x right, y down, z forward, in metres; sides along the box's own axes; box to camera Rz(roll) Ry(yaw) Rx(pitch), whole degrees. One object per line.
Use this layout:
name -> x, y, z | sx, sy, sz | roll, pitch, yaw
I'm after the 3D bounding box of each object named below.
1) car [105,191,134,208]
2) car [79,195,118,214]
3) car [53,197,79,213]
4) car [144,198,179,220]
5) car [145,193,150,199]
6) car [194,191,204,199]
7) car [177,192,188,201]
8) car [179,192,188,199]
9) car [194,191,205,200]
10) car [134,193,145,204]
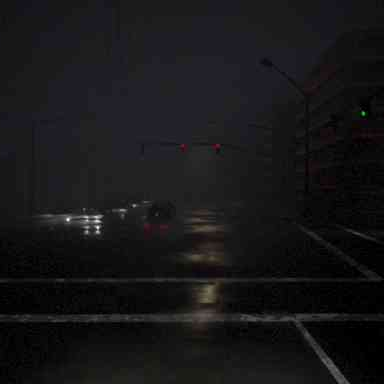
car -> -9.404, 1.106, 43.308 | 2.097, 1.767, 4.553 | 0, 1, 1
car -> -9.521, 1.369, 34.267 | 2.128, 1.511, 4.902 | 0, 1, 1
car -> -13.009, 1.346, 35.333 | 1.882, 1.535, 5.008 | 0, 1, 1
car -> -2.462, 1.471, 27.123 | 1.812, 1.442, 4.674 | 0, 0, 4
car -> -9.096, 0.947, 63.488 | 2.033, 1.411, 5.357 | 0, 1, 1
car -> 1.601, 0.555, 75.805 | 2.097, 1.767, 4.553 | 0, 1, 1
car -> -1.936, 0.917, 65.146 | 2.033, 1.411, 5.357 | 0, 1, 1
car -> -1.899, 0.741, 75.797 | 2.033, 1.411, 5.357 | 0, 1, 1
car -> 1.571, 0.855, 65.415 | 2.128, 1.511, 4.902 | 0, 1, 1
car -> -9.282, 1.132, 52.953 | 2.033, 1.411, 5.357 | 0, 1, 1
